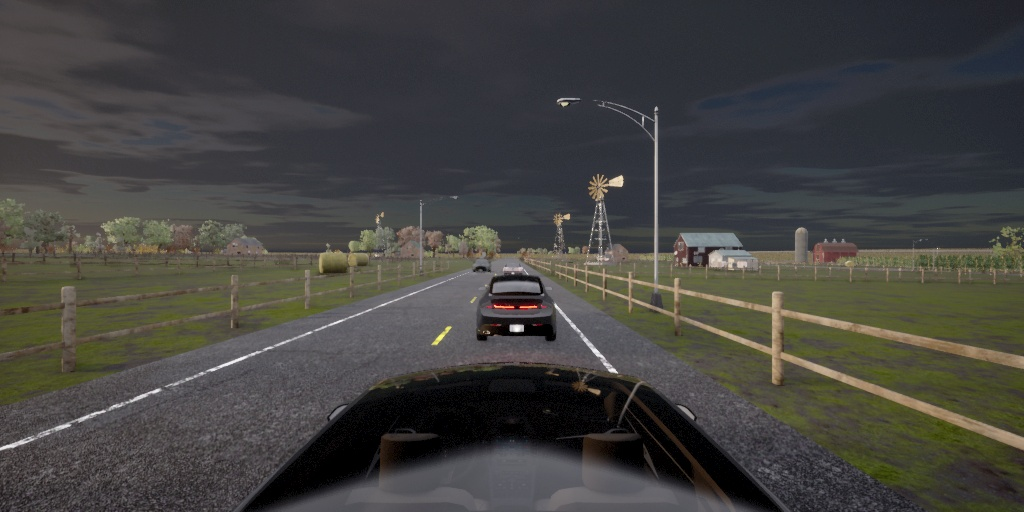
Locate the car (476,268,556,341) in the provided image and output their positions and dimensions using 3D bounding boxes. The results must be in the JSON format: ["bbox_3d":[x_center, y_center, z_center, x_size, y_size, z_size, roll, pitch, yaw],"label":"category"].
[{"bbox_3d":[0.099,1.253,9.857,1.837,1.490,4.892,0,0,0],"label":"car"}]

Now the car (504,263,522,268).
[{"bbox_3d":[0.093,1.344,36.228,1.895,1.301,4.718,0,0,0],"label":"car"}]

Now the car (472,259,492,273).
[{"bbox_3d":[-3.594,1.095,43.204,2.097,1.767,4.553,0,0,0],"label":"car"}]
